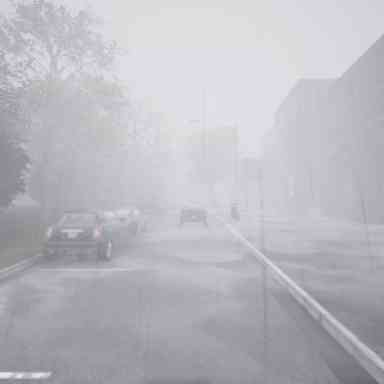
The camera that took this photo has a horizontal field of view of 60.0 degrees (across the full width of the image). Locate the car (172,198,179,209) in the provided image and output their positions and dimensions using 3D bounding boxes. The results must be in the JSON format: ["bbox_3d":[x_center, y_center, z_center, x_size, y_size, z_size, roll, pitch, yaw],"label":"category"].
[{"bbox_3d":[-3.638,1.822,51.529,2.163,1.488,4.792,1,-2,2],"label":"car"}]

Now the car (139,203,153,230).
[{"bbox_3d":[-3.653,1.535,18.111,2.002,1.452,4.674,0,0,2],"label":"car"}]

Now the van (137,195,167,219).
[{"bbox_3d":[-3.650,1.280,29.372,1.878,1.987,4.442,0,0,2],"label":"van"}]

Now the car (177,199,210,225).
[{"bbox_3d":[0.100,1.499,24.561,1.882,1.535,5.008,0,0,0],"label":"car"}]

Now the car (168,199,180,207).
[{"bbox_3d":[-3.647,2.258,68.194,2.097,1.535,5.008,0,-1,2],"label":"car"}]

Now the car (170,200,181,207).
[{"bbox_3d":[-3.651,2.445,73.798,2.163,1.488,4.792,0,-1,2],"label":"car"}]

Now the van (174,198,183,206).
[{"bbox_3d":[-3.631,2.630,90.603,1.878,1.987,4.442,1,-1,2],"label":"van"}]

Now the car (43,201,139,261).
[{"bbox_3d":[-3.655,1.365,12.512,2.185,1.767,4.553,0,0,2],"label":"car"}]

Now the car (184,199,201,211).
[{"bbox_3d":[0.098,1.624,42.582,2.033,1.411,5.357,0,-1,0],"label":"car"}]

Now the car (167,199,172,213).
[{"bbox_3d":[-3.656,1.385,34.795,2.185,1.767,4.553,0,0,2],"label":"car"}]
